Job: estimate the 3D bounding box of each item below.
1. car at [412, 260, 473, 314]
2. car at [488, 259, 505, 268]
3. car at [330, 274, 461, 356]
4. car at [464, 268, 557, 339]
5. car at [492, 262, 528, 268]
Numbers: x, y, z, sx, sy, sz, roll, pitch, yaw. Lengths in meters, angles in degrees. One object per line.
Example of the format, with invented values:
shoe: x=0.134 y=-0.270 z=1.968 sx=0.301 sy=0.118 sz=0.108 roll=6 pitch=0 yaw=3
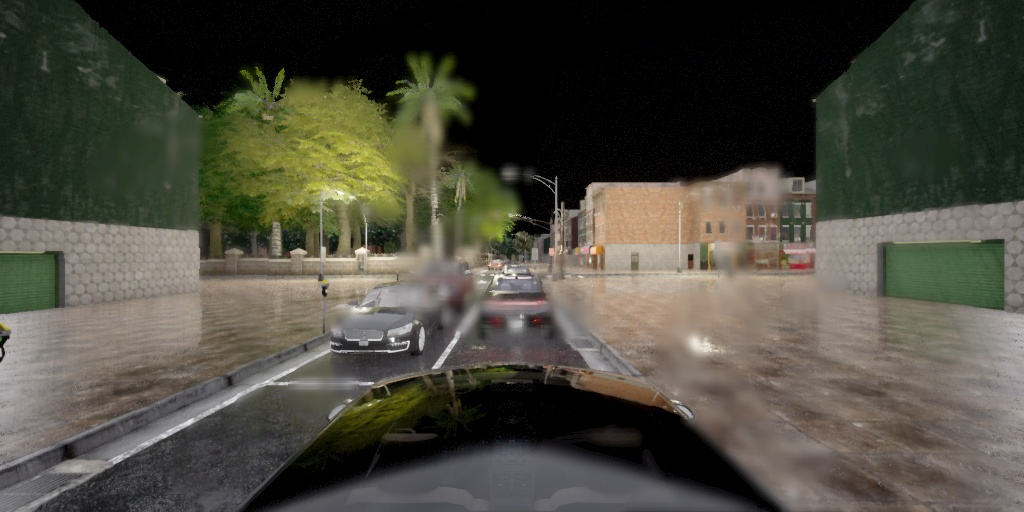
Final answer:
car: x=-2.587 y=1.068 z=13.979 sx=2.192 sy=1.841 sz=5.009 roll=0 pitch=0 yaw=0
car: x=-2.420 y=1.292 z=52.125 sx=1.967 sy=1.591 sz=4.097 roll=0 pitch=0 yaw=0
car: x=-2.611 y=1.301 z=8.516 sx=2.007 sy=1.370 sz=4.403 roll=0 pitch=0 yaw=0
car: x=0.130 y=1.242 z=10.017 sx=2.128 sy=1.511 sz=4.902 roll=0 pitch=0 yaw=0
car: x=0.179 y=1.251 z=19.406 sx=2.128 sy=1.511 sz=4.902 roll=0 pitch=0 yaw=-2
